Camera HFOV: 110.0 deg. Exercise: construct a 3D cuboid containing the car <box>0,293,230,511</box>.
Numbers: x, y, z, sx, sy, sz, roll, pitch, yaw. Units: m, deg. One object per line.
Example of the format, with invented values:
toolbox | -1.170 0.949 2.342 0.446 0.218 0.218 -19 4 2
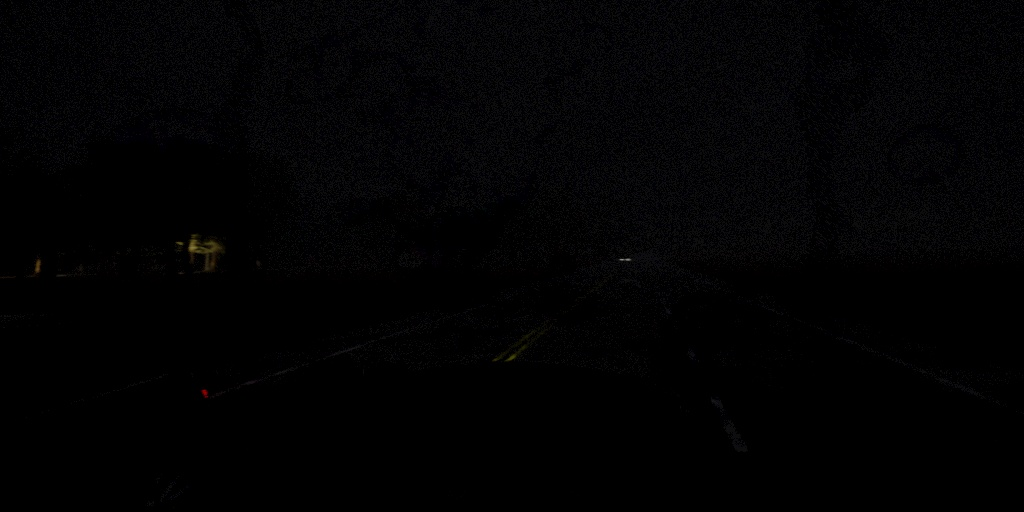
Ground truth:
car | -3.665 1.127 0.976 2.097 1.767 4.553 -1 0 15
